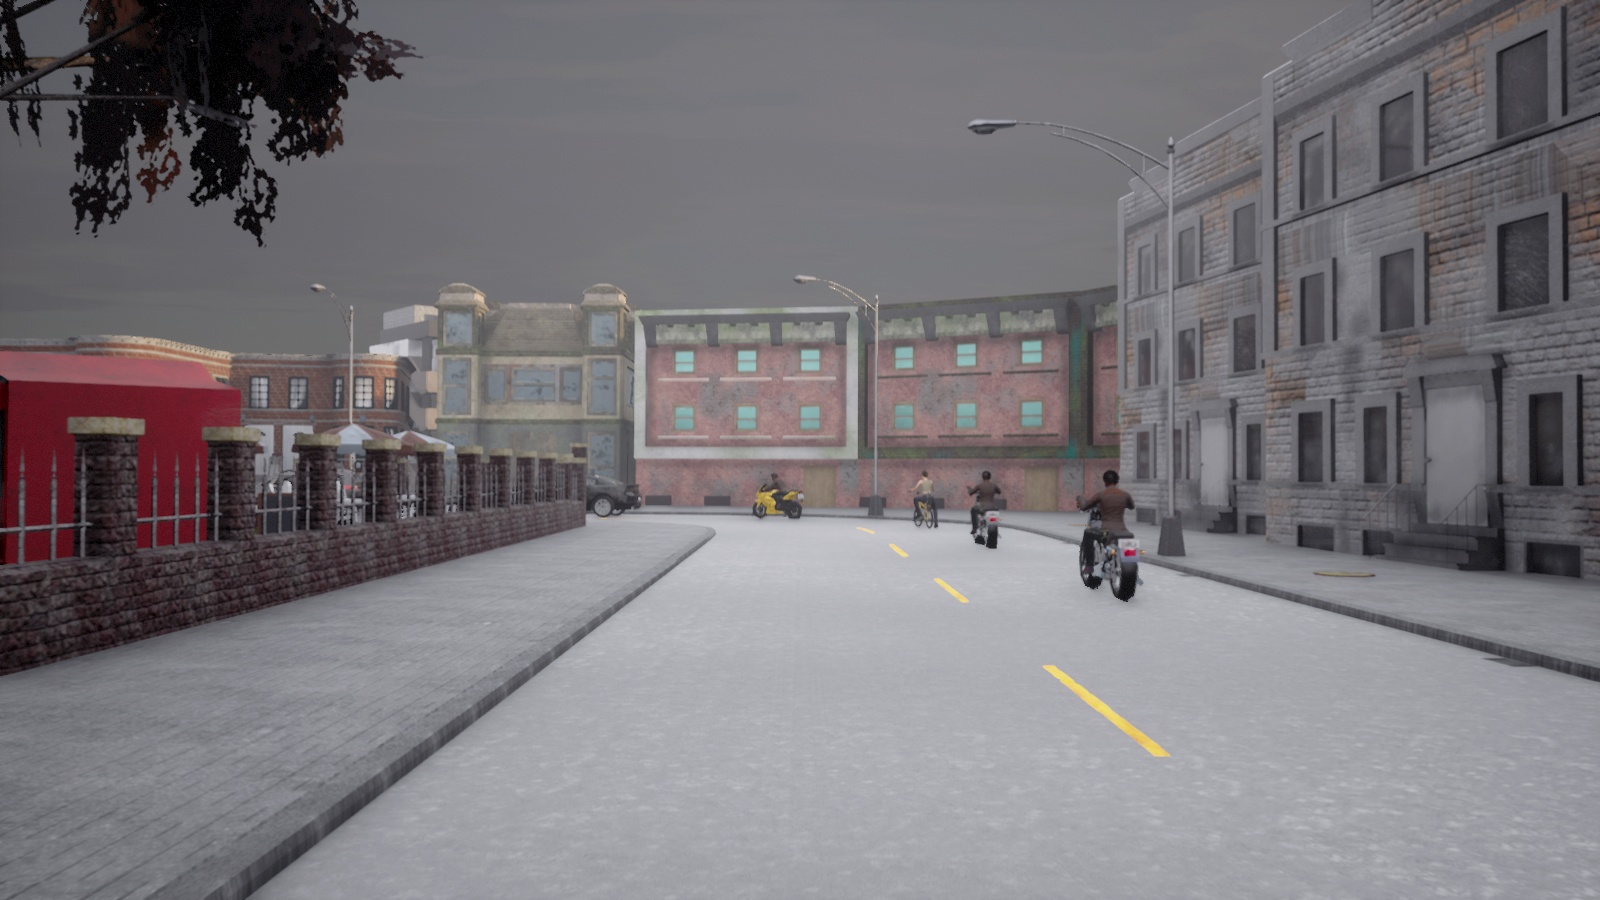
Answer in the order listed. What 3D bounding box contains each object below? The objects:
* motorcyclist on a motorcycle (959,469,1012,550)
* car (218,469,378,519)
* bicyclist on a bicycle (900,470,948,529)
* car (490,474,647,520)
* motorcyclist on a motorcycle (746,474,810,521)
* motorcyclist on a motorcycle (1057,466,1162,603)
[{"bbox_3d":[3.935,1.232,26.775,0.766,1.649,2.350,0,-1,0],"label":"motorcyclist on a motorcycle"},{"bbox_3d":[-17.226,1.507,43.278,4.611,1.667,2.242,0,-1,0],"label":"car"},{"bbox_3d":[3.473,1.374,35.282,0.866,1.612,1.509,0,-1,-14],"label":"bicyclist on a bicycle"},{"bbox_3d":[-7.927,1.603,43.250,5.008,1.535,1.882,0,-1,6],"label":"car"},{"bbox_3d":[-0.735,1.543,41.175,2.044,1.523,0.797,-1,-1,36],"label":"motorcyclist on a motorcycle"},{"bbox_3d":[3.960,1.043,16.287,0.766,1.649,2.350,0,-1,0],"label":"motorcyclist on a motorcycle"}]
